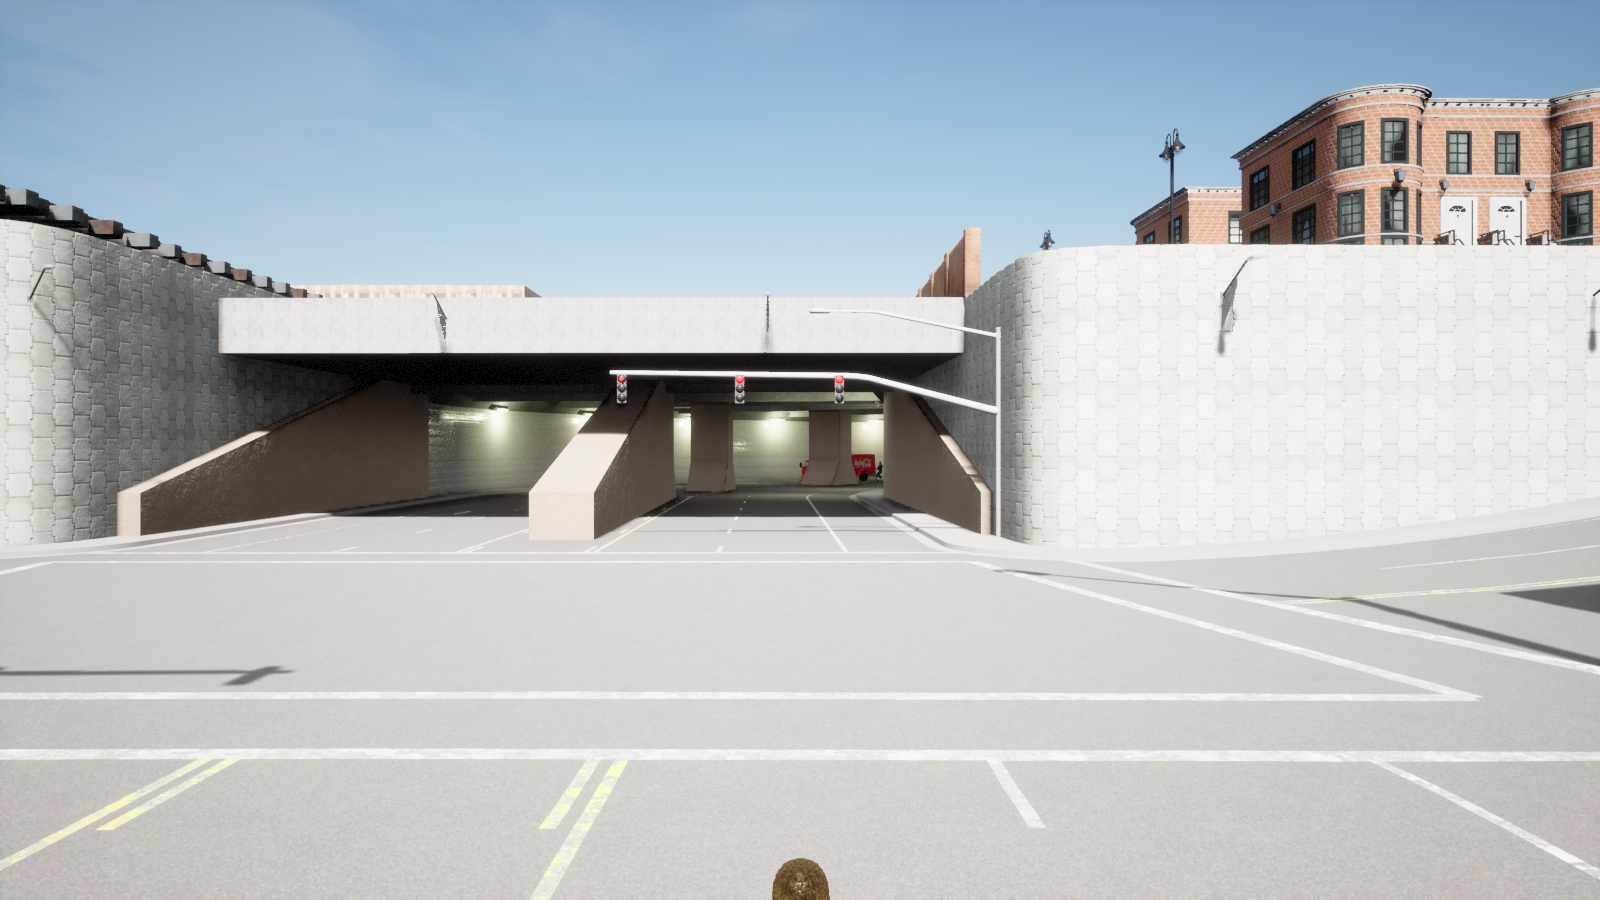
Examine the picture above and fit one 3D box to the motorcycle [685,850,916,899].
[{"bbox_3d":[0.004,2.174,3.443,0.803,1.224,2.033,0,0,0],"label":"motorcycle"}]
